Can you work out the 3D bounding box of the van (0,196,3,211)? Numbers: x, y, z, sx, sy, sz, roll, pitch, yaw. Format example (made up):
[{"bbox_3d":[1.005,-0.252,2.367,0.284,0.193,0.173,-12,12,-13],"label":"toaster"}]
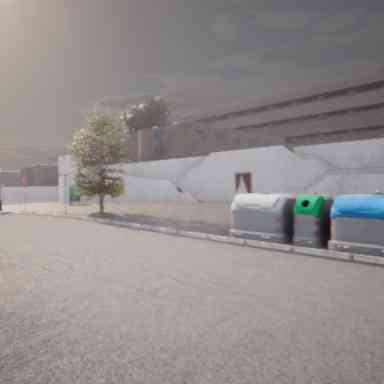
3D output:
[{"bbox_3d":[-21.469,1.311,33.317,1.878,1.987,4.442,-2,-1,25],"label":"van"}]
